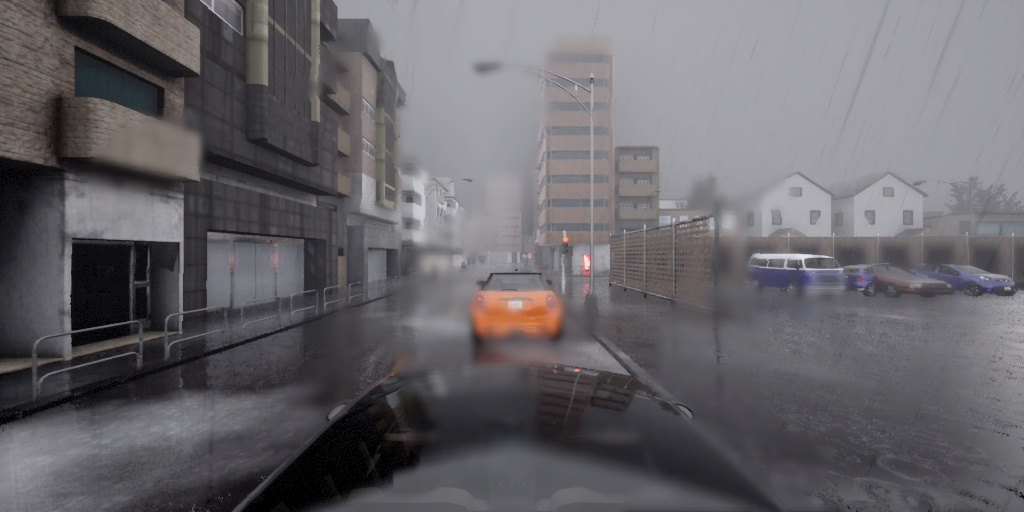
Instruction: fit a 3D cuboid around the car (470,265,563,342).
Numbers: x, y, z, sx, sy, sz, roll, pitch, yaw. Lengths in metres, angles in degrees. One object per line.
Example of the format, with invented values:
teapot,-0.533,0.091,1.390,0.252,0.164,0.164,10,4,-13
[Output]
car,0.101,1.102,9.965,2.097,1.767,4.553,0,0,0
